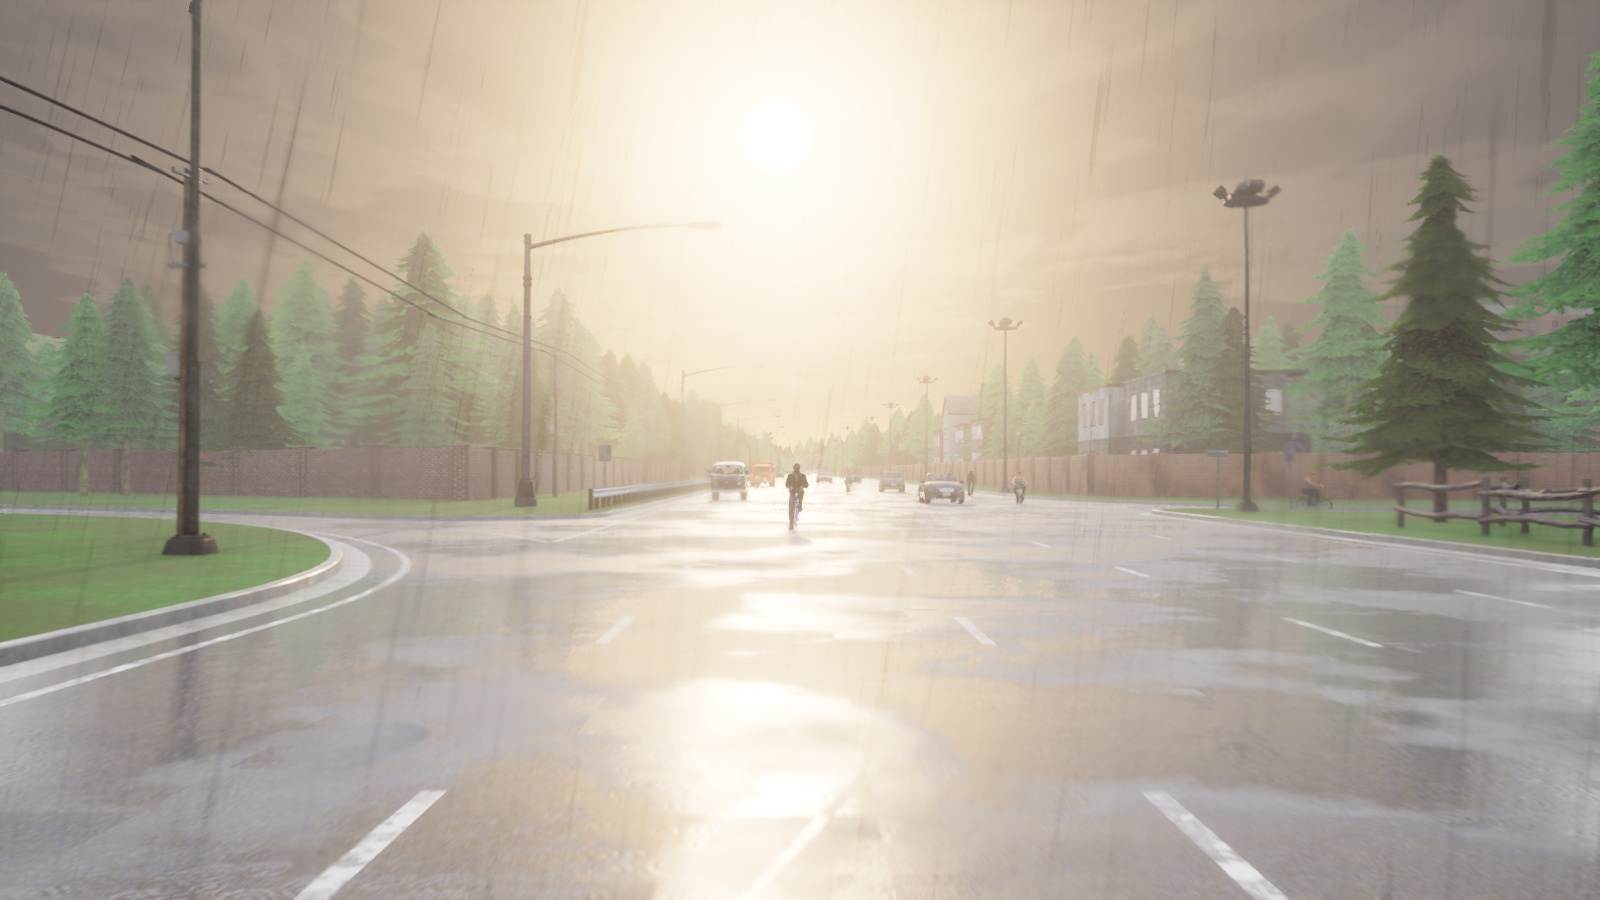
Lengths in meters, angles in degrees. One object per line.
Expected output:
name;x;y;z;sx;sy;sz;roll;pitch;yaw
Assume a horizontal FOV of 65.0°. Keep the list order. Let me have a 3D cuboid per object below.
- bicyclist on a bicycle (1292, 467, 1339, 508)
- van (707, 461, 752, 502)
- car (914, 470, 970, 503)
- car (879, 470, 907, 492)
bicyclist on a bicycle;20.621;1.494;50.255;0.866;1.612;1.509;2;-2;-44
van;-3.662;1.636;65.952;2.069;2.038;4.480;0;-1;0
car;6.851;1.747;61.096;2.128;1.511;4.902;0;-1;0
car;6.776;2.279;92.097;1.789;1.549;3.705;0;-1;0
